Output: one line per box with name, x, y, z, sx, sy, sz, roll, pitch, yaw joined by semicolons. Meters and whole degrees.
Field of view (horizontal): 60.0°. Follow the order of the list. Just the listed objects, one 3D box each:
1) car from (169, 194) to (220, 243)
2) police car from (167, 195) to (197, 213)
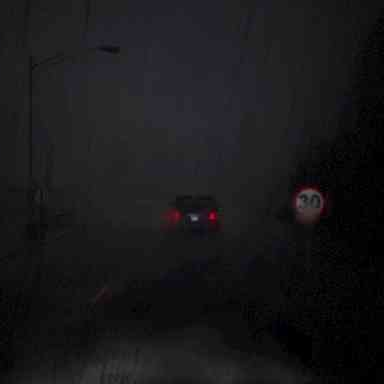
car;0.105;1.119;15.663;2.150;2.045;5.566;0;0;0
police car;-1.134;1.197;35.609;1.930;1.638;5.238;1;0;-16
